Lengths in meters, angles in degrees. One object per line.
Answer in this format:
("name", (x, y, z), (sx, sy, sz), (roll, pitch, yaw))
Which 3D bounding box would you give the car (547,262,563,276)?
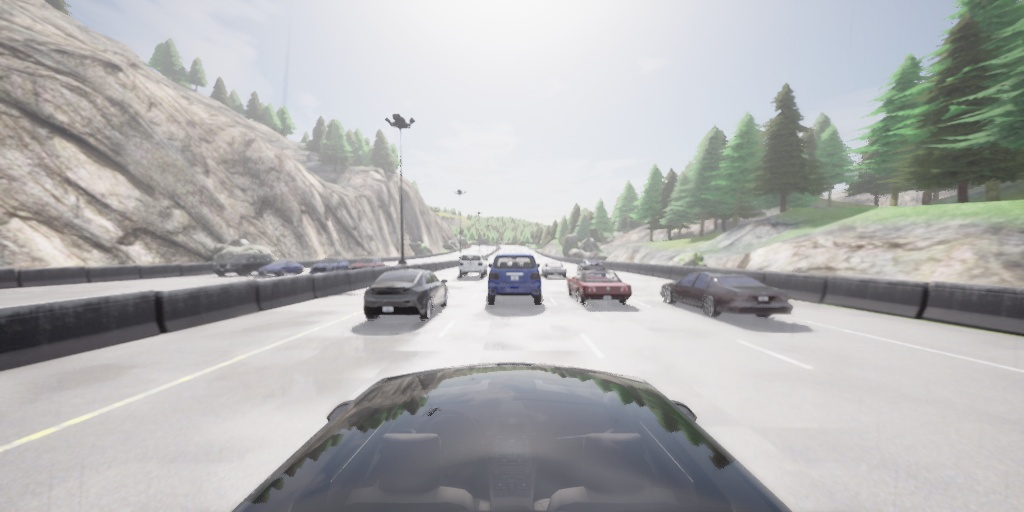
("car", (3.605, 1.196, 31.595), (1.895, 1.301, 4.718), (0, 0, 0))

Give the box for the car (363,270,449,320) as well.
("car", (-3.399, 1.200, 12.246), (1.837, 1.490, 4.892), (0, 0, 0))

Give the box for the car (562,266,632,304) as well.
("car", (3.602, 1.278, 15.717), (1.895, 1.301, 4.718), (0, 0, 0))

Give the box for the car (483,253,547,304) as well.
("car", (0.102, 0.898, 15.920), (2.150, 2.045, 5.566), (0, 0, 0))

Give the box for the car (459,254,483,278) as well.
("car", (-3.396, 0.814, 31.991), (2.150, 2.045, 5.566), (0, 0, 0))

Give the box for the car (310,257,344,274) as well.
("car", (-17.588, 0.930, 34.967), (2.097, 1.767, 4.553), (0, 0, 0))

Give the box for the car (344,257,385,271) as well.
("car", (-14.088, 0.930, 34.983), (2.097, 1.767, 4.553), (0, 0, 0))

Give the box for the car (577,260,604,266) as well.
("car", (7.104, 1.081, 32.576), (2.128, 1.511, 4.902), (0, 0, 0))

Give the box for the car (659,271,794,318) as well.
("car", (7.101, 1.240, 12.639), (2.033, 1.411, 5.357), (0, 0, 0))

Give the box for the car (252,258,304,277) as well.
("car", (-21.090, 1.114, 33.005), (1.812, 1.442, 4.674), (0, 0, 0))

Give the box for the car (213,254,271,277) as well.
("car", (-24.590, 0.809, 33.201), (2.150, 2.045, 5.566), (0, 0, 0))
